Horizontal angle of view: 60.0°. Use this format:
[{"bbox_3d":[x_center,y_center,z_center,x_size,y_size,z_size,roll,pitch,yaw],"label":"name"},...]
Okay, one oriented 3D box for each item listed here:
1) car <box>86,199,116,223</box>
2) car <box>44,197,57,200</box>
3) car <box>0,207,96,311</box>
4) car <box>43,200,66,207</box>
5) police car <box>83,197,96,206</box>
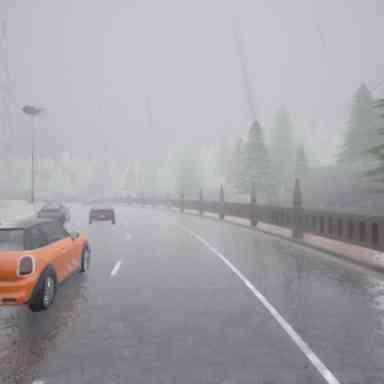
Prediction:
[{"bbox_3d":[-7.182,1.630,26.677,1.882,1.535,5.008,0,0,-14],"label":"car"},{"bbox_3d":[-33.230,1.918,77.944,4.674,1.442,1.812,-1,0,44],"label":"car"},{"bbox_3d":[-3.927,1.406,7.972,2.097,1.767,4.553,0,0,-5],"label":"car"},{"bbox_3d":[-10.474,1.653,25.429,2.128,1.511,4.902,0,0,-14],"label":"car"},{"bbox_3d":[-19.186,1.796,63.254,1.930,1.638,5.238,0,0,-35],"label":"police car"}]
